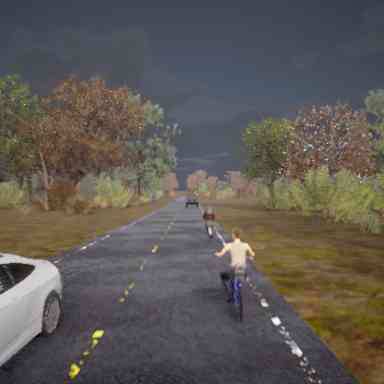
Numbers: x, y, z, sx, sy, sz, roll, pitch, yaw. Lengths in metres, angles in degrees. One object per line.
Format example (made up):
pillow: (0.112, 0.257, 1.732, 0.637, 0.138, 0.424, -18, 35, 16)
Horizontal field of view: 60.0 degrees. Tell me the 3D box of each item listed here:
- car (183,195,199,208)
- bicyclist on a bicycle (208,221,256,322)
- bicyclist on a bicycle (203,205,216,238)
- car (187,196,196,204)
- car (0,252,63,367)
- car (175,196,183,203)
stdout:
car: (0.020, 1.580, 57.191, 2.150, 2.045, 5.566, 0, 0, 0)
bicyclist on a bicycle: (0.840, 1.480, 6.365, 0.866, 1.612, 1.509, 0, 0, 0)
bicyclist on a bicycle: (0.806, 1.474, 15.467, 0.659, 1.776, 1.843, 0, 0, 0)
car: (-0.102, 1.802, 73.701, 2.097, 1.767, 4.553, 0, 0, 0)
car: (-3.106, 1.553, 3.987, 1.812, 1.442, 4.674, 0, 0, 0)
car: (-3.115, 1.849, 82.857, 2.097, 1.767, 4.553, 0, 0, 0)
